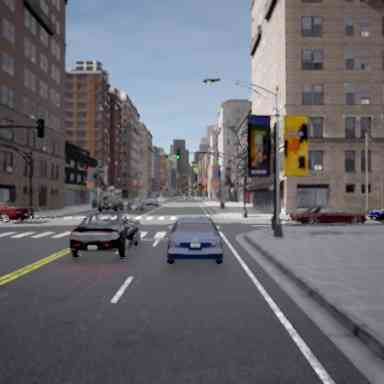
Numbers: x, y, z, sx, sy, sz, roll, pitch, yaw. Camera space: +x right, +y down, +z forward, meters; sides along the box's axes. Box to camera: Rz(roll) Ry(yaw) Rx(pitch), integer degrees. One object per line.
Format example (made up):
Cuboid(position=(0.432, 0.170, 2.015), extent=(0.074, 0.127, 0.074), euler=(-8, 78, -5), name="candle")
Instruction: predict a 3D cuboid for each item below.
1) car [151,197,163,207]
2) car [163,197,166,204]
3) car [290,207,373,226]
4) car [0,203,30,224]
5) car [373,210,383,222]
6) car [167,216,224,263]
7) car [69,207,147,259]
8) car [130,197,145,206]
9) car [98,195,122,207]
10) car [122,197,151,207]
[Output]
Cuboid(position=(-6.563, 1.758, 55.546), extent=(2.033, 1.411, 5.357), euler=(0, 0, 1), name="car")
Cuboid(position=(-6.512, 1.797, 70.721), extent=(1.812, 1.442, 4.674), euler=(0, 0, 0), name="car")
Cuboid(position=(9.313, 1.656, 22.726), extent=(4.718, 1.301, 1.895), euler=(0, -1, -2), name="car")
Cuboid(position=(-15.083, 1.584, 25.573), extent=(5.008, 1.535, 1.882), euler=(0, -2, 7), name="car")
Cuboid(position=(16.342, 1.714, 25.804), extent=(4.718, 1.301, 1.895), euler=(0, -1, 0), name="car")
Cuboid(position=(0.098, 1.594, 12.135), extent=(2.033, 1.411, 5.357), euler=(0, 0, 0), name="car")
Cuboid(position=(-3.179, 1.541, 12.878), extent=(2.128, 1.511, 4.902), euler=(0, 0, -1), name="car")
Cuboid(position=(-9.776, 1.709, 60.126), extent=(1.882, 1.535, 5.008), euler=(0, -1, 0), name="car")
Cuboid(position=(-9.848, 1.373, 40.825), extent=(2.150, 2.045, 5.566), euler=(0, 0, 0), name="car")
Cuboid(position=(-6.599, 1.640, 40.211), extent=(2.128, 1.511, 4.902), euler=(0, 0, 0), name="car")
